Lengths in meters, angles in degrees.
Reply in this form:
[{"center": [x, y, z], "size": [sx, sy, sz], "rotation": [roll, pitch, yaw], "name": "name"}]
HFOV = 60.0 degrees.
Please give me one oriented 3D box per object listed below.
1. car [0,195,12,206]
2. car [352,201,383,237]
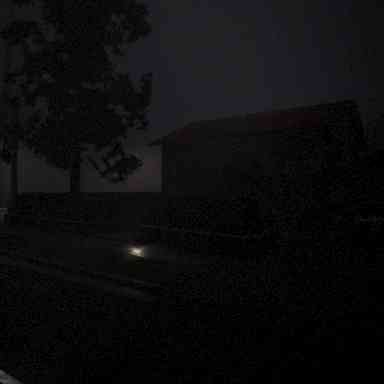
[{"center": [-23.917, 1.102, 40.792], "size": [1.994, 1.385, 4.181], "rotation": [1, 0, 36], "name": "car"}, {"center": [8.257, 1.151, 14.430], "size": [1.970, 1.475, 3.806], "rotation": [1, 0, 36], "name": "car"}]
